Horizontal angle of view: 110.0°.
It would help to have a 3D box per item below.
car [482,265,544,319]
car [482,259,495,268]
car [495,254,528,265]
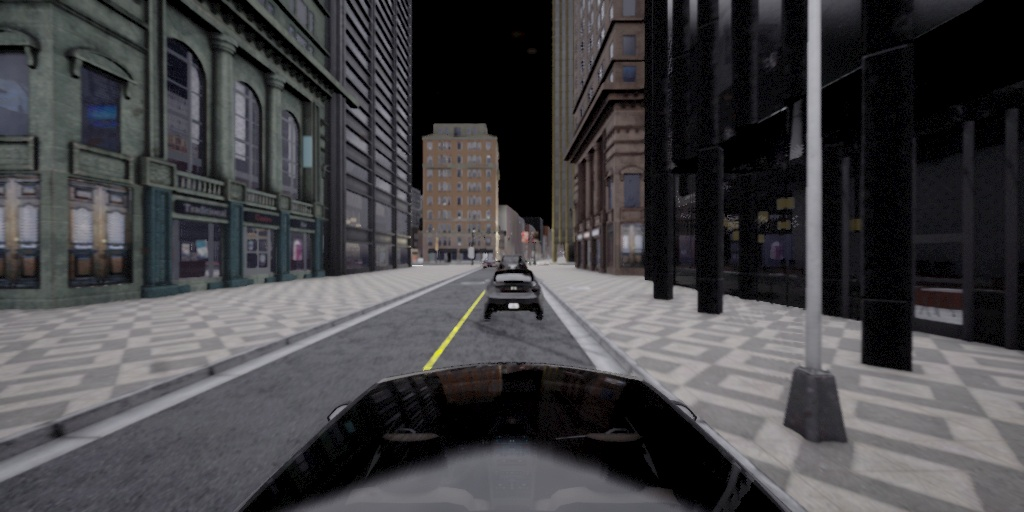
[{"bbox_3d":[0.063,1.207,12.660,1.837,1.490,4.892,0,-1,0],"label":"car"},{"bbox_3d":[-3.058,1.152,50.717,1.994,1.385,4.181,0,0,0],"label":"car"},{"bbox_3d":[0.071,0.875,28.197,2.150,2.045,5.566,0,0,0],"label":"car"}]
